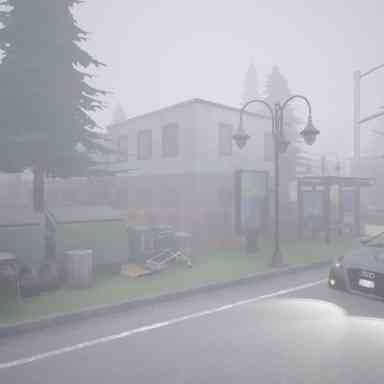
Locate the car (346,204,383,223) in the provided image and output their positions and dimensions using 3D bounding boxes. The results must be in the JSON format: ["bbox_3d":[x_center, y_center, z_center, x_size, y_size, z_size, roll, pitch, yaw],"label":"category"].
[{"bbox_3d":[12.078,1.545,23.415,1.994,1.385,4.181,0,0,-41],"label":"car"}]

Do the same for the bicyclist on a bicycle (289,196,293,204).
[{"bbox_3d":[10.687,1.284,36.345,0.582,1.620,1.656,0,0,44],"label":"bicyclist on a bicycle"}]

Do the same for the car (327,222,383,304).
[{"bbox_3d":[4.959,1.564,7.502,4.181,1.385,1.994,0,0,-35],"label":"car"}]
